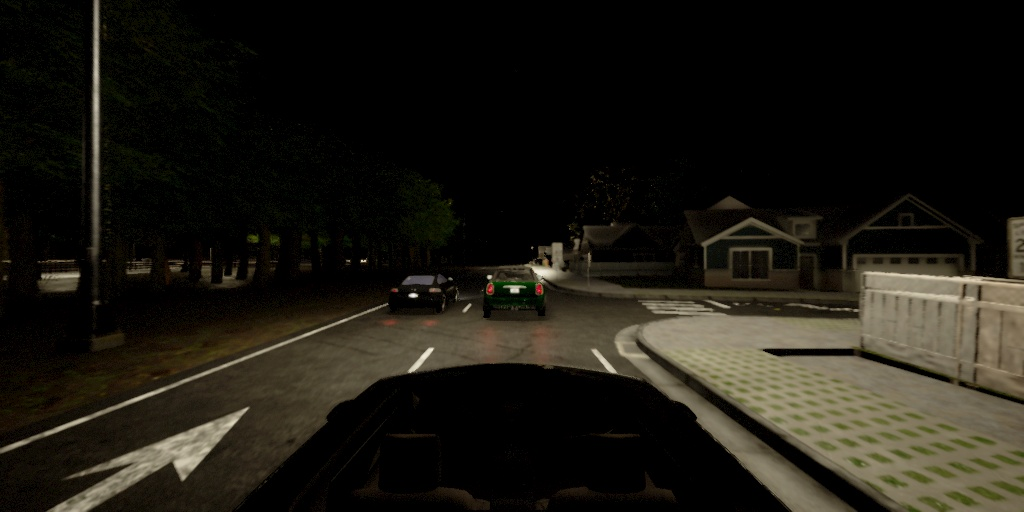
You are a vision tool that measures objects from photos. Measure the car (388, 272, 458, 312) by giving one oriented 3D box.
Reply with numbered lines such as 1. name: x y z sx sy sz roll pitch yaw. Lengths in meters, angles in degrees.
1. car: -3.409 1.338 14.413 1.994 1.385 4.181 0 0 0

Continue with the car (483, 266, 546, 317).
1. car: 0.094 1.146 13.565 2.097 1.767 4.553 0 0 0
